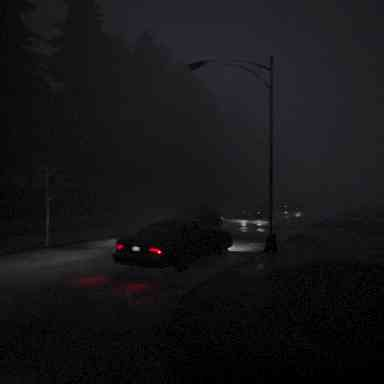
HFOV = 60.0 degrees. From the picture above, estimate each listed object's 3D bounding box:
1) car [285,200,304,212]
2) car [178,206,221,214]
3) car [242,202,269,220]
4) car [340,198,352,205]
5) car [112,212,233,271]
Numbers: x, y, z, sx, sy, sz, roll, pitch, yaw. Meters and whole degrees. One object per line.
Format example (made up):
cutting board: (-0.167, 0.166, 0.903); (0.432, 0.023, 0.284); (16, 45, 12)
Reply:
car: (14.596, 1.977, 47.309); (1.837, 1.490, 4.892); (0, -1, 29)
car: (0.348, 1.669, 21.247); (2.128, 1.511, 4.902); (0, 0, 29)
car: (6.375, 1.805, 32.345); (1.837, 1.490, 4.892); (0, 0, 28)
car: (35.602, 2.357, 77.603); (2.128, 1.511, 4.902); (0, -1, 28)
car: (-0.354, 1.642, 11.361); (2.033, 1.411, 5.357); (0, -1, 28)
